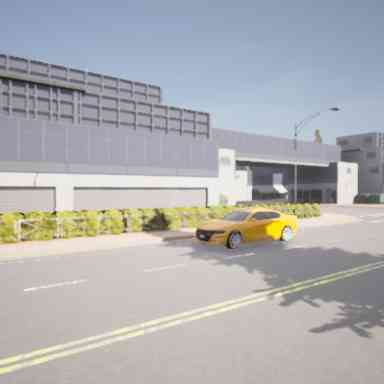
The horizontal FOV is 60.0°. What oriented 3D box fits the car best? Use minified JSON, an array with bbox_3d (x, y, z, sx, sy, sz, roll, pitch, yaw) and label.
[{"bbox_3d":[2.424,1.430,14.306,5.008,1.535,1.882,0,0,-35],"label":"car"}]
